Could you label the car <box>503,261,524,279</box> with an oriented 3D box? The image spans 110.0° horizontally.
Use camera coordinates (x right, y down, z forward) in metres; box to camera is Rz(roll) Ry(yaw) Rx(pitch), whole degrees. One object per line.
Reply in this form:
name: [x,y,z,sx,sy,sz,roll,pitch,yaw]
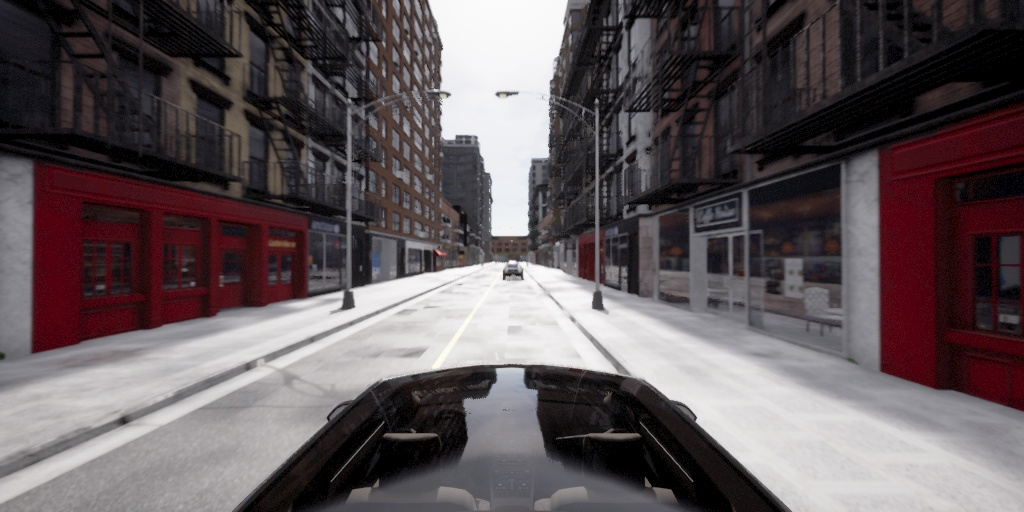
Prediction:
car: [0.101,1.403,33.371,1.895,1.301,4.718,0,0,0]
